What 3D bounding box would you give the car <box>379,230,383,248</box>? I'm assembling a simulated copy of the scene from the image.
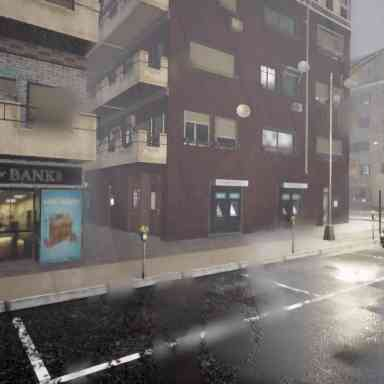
[{"bbox_3d":[9.116,1.554,13.164,4.403,1.369,2.008,0,1,-35],"label":"car"}]
